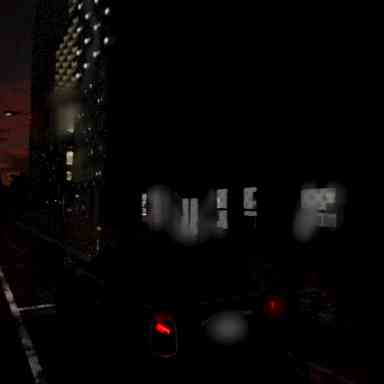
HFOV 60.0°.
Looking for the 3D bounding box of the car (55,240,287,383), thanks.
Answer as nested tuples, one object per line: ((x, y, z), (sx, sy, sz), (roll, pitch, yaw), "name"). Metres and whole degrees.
((-0.754, 1.575, 5.440), (2.097, 1.767, 4.553), (2, -3, -33), "car")

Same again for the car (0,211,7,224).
((-20.587, 2.674, 35.022), (1.947, 1.339, 4.313), (3, -3, -33), "car")
